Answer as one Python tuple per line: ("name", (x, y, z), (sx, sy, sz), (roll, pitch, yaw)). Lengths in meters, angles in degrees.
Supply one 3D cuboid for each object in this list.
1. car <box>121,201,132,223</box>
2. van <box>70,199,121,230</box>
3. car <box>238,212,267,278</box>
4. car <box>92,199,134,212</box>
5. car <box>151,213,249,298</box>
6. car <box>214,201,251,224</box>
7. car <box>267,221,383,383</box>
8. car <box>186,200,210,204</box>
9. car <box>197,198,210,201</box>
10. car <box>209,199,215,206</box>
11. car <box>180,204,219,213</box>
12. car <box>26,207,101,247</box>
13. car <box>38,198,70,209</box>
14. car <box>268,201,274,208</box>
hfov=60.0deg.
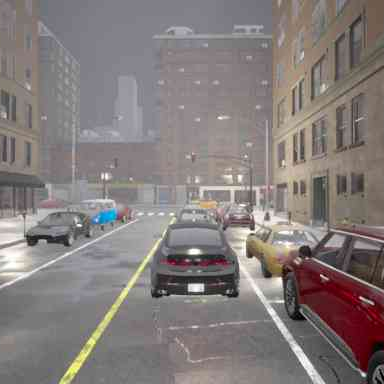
("car", (-5.859, 1.575, 26.181), (1.887, 1.381, 4.507), (1, 0, 0))
("van", (-5.855, 1.364, 20.699), (1.690, 1.788, 3.998), (1, 0, 0))
("car", (2.672, 1.534, 9.905), (1.752, 1.417, 4.829), (1, 0, 0))
("car", (-9.059, 1.491, 38.285), (4.181, 1.385, 1.994), (0, -1, 11))
("car", (0.047, 1.512, 8.527), (1.837, 1.490, 4.892), (0, 0, -1))
("car", (2.669, 1.463, 20.701), (1.967, 1.590, 4.097), (1, 0, 0))
("car", (2.677, 1.318, 4.252), (2.192, 1.841, 5.009), (1, 0, 0))
("car", (0.071, 1.577, 25.981), (2.033, 1.411, 5.357), (0, 0, 0))
("car", (2.050, 1.533, 42.218), (5.008, 1.535, 1.882), (0, -1, 0))
("car", (2.667, 1.470, 26.183), (1.967, 1.590, 4.097), (1, 0, 0))
("car", (0.094, 1.542, 16.010), (1.812, 1.442, 4.674), (0, 0, 0))
("car", (-5.855, 1.581, 15.216), (1.947, 1.339, 4.313), (1, 0, 0))
("car", (-17.276, 1.476, 42.330), (4.181, 1.385, 1.994), (0, -1, 0))
("car", (13.444, 1.575, 48.851), (4.553, 1.767, 2.097), (0, -1, 0))
